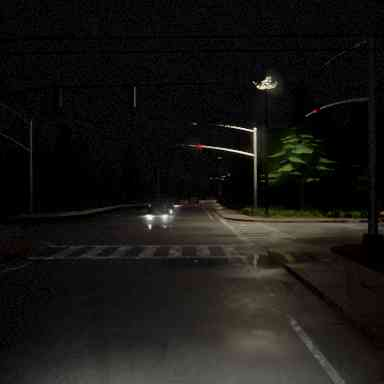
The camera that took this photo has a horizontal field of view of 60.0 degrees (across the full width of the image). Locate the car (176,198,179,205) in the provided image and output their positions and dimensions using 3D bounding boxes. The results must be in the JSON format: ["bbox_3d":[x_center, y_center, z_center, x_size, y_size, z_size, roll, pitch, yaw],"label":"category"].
[{"bbox_3d":[-3.426,1.736,60.783,1.994,1.385,4.181,0,0,2],"label":"car"}]

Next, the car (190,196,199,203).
[{"bbox_3d":[0.631,1.629,75.652,1.837,1.490,4.892,0,0,2],"label":"car"}]

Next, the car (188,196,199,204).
[{"bbox_3d":[0.312,1.689,65.344,1.812,1.442,4.674,0,0,2],"label":"car"}]

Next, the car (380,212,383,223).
[{"bbox_3d":[15.142,1.485,22.020,5.008,1.535,1.882,0,0,1],"label":"car"}]

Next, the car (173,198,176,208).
[{"bbox_3d":[-3.601,1.643,46.783,1.837,1.490,4.892,0,0,0],"label":"car"}]

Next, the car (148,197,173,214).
[{"bbox_3d":[-3.615,1.465,36.735,2.097,1.767,4.553,0,0,0],"label":"car"}]
